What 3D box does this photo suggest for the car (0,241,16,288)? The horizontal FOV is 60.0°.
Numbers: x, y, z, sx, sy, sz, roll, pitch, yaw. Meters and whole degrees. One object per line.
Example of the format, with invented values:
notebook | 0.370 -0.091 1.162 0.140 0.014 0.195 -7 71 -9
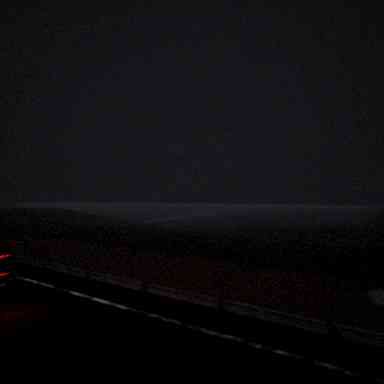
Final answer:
car | -6.127 1.526 8.033 4.892 1.490 1.837 1 0 36
